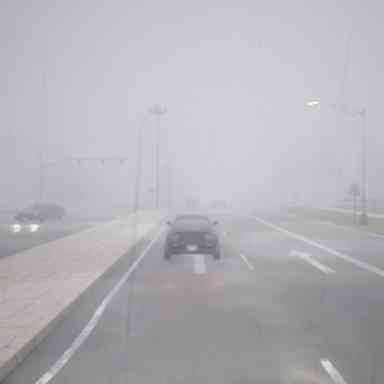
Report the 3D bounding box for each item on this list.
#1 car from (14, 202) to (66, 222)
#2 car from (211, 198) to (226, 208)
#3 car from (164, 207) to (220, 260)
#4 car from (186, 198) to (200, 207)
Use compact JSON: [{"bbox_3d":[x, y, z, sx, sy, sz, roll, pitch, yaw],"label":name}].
[{"bbox_3d":[-11.555,1.506,25.816,2.033,1.411,5.357,0,0,1],"label":"car"},{"bbox_3d":[3.579,1.526,45.877,1.895,1.301,4.718,0,0,0],"label":"car"},{"bbox_3d":[0.002,1.506,12.259,1.812,1.442,4.674,0,0,0],"label":"car"},{"bbox_3d":[0.089,1.486,48.217,1.994,1.385,4.181,0,0,0],"label":"car"}]
